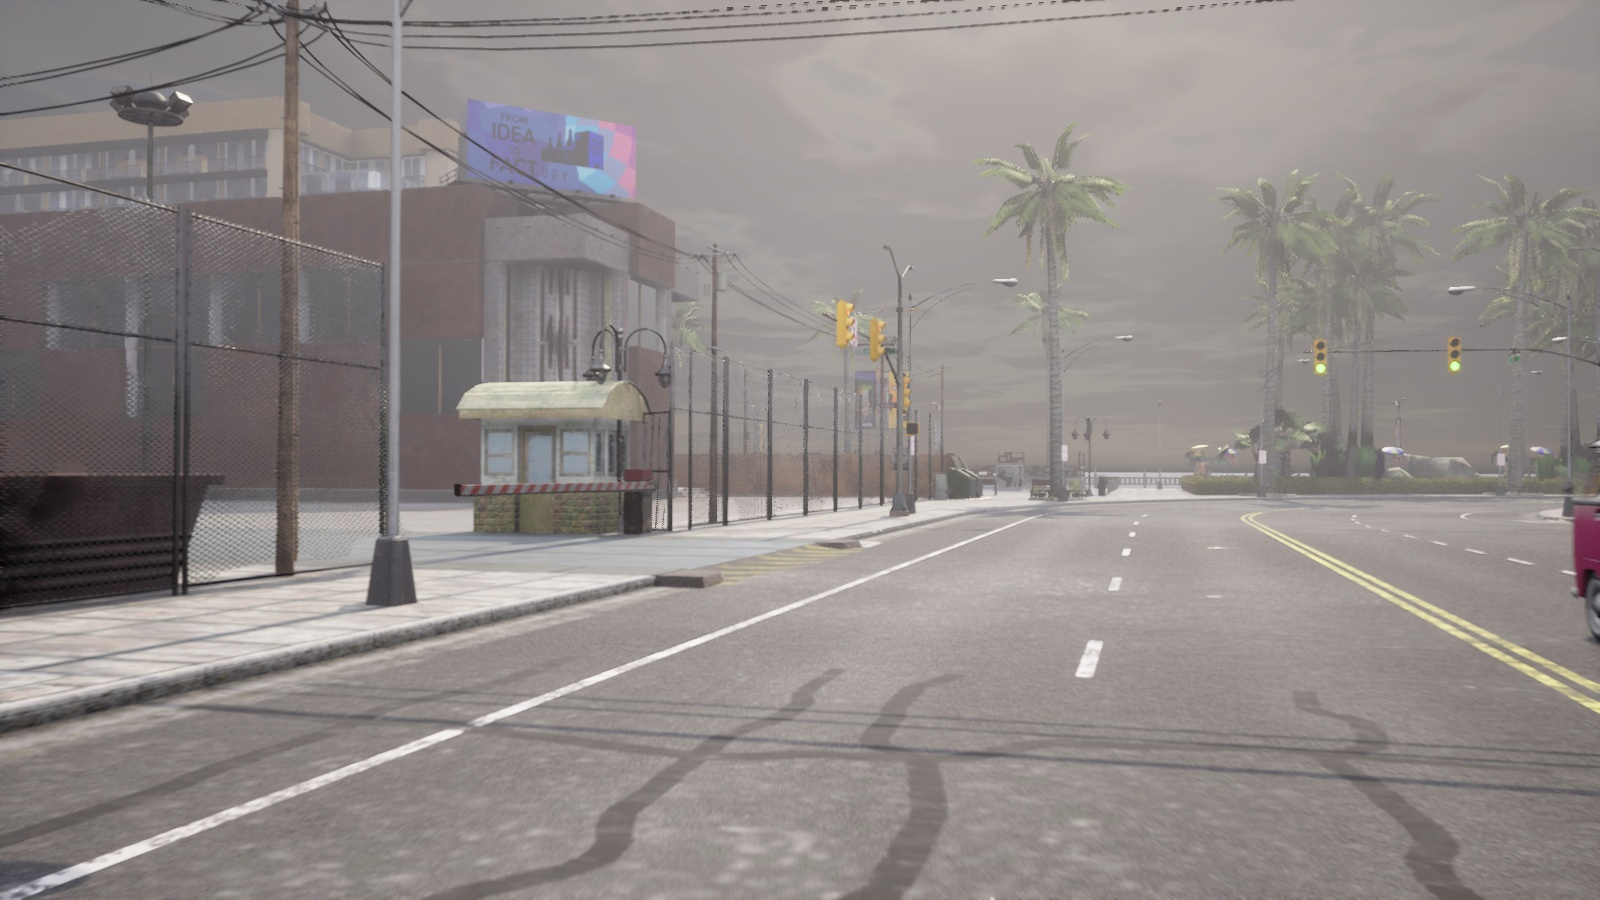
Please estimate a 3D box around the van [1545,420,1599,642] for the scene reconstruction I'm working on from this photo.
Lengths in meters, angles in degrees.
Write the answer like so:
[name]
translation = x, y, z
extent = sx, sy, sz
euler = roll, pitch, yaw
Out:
[van]
translation = 7.823, 0.710, 10.359
extent = 1.775, 1.987, 4.442
euler = 0, -1, 16
